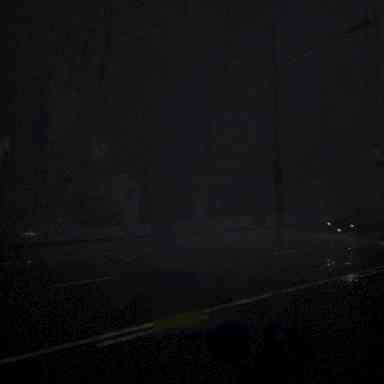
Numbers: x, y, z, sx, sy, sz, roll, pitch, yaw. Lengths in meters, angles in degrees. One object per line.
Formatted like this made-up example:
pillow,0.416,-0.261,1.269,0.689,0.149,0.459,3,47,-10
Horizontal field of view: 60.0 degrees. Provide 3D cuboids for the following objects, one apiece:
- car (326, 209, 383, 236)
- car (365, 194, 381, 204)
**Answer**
car,10.296,1.739,19.904,5.357,1.411,2.033,1,0,-35
car,27.061,1.065,50.781,3.806,1.475,1.970,-2,1,-35
